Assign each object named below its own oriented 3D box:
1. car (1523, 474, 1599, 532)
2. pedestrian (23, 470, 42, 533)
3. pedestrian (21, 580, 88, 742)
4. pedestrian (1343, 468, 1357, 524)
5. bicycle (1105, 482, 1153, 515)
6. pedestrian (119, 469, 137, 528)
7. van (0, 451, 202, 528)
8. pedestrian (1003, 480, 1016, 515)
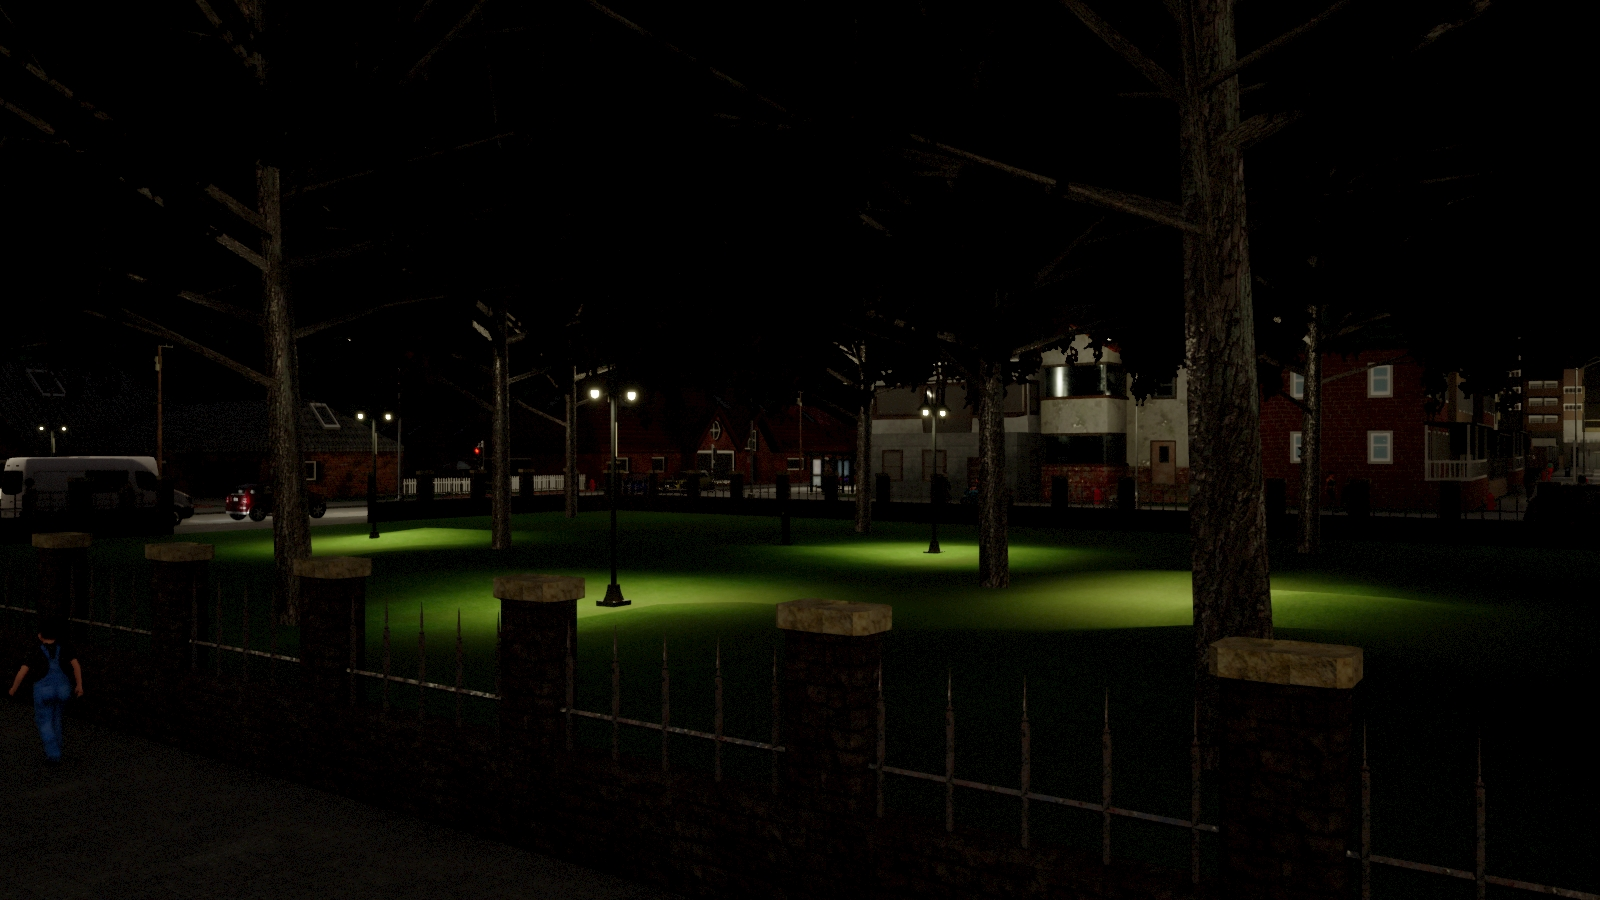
[{"bbox_3d":[25.913,1.686,36.624,4.553,1.767,2.097,0,0,35],"label":"car"},{"bbox_3d":[-22.948,1.525,34.169,0.375,1.860,0.375,0,0,38],"label":"pedestrian"},{"bbox_3d":[-6.431,1.805,9.855,0.375,1.300,0.375,0,0,35],"label":"pedestrian"},{"bbox_3d":[18.482,1.525,38.405,0.375,1.860,0.375,0,0,35],"label":"pedestrian"},{"bbox_3d":[13.111,1.940,45.579,1.835,1.271,0.329,0,0,35],"label":"bicycle"},{"bbox_3d":[-21.347,1.525,36.290,0.375,1.860,0.375,0,0,36],"label":"pedestrian"},{"bbox_3d":[-24.847,1.314,40.778,1.988,2.561,5.915,0,0,36],"label":"van"},{"bbox_3d":[7.969,1.804,43.482,0.375,1.300,0.375,0,0,32],"label":"pedestrian"}]
